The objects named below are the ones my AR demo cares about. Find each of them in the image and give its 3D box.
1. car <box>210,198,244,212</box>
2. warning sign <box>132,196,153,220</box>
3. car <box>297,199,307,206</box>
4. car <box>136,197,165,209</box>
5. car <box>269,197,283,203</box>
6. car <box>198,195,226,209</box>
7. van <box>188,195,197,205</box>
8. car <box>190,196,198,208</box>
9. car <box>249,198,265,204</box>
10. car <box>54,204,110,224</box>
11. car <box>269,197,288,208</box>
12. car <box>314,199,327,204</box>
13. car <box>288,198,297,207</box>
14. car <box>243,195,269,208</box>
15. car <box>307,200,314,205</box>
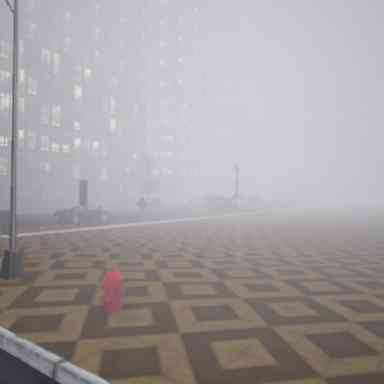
[{"bbox_3d":[4.674,1.840,43.615,1.947,1.339,4.313,1,0,35],"label":"car"},{"bbox_3d":[-4.031,1.269,26.996,1.300,1.860,1.060,3,2,35],"label":"warning sign"},{"bbox_3d":[20.863,1.990,66.721,1.967,1.590,4.097,1,0,35],"label":"car"},{"bbox_3d":[-5.416,1.432,43.809,1.967,1.590,4.097,1,0,35],"label":"car"},{"bbox_3d":[20.474,1.999,80.771,1.947,1.339,4.313,1,0,35],"label":"car"},{"bbox_3d":[3.700,1.440,46.834,2.150,2.045,5.566,2,0,36],"label":"car"},{"bbox_3d":[1.059,1.444,53.050,1.690,1.788,3.998,1,0,35],"label":"van"},{"bbox_3d":[2.179,1.682,50.040,1.812,1.442,4.674,2,0,36],"label":"car"},{"bbox_3d":[14.001,1.905,71.530,1.802,1.307,4.206,1,0,35],"label":"car"},{"bbox_3d":[-8.169,1.603,25.057,2.008,1.369,4.403,1,0,35],"label":"car"},{"bbox_3d":[14.386,2.006,57.478,1.947,1.339,4.313,1,0,35],"label":"car"},{"bbox_3d":[30.574,2.280,80.585,1.947,1.339,4.313,1,0,35],"label":"car"},{"bbox_3d":[17.623,2.077,62.100,1.802,1.307,4.206,1,0,35],"label":"car"},{"bbox_3d":[10.552,1.561,56.662,2.150,2.045,5.566,2,1,35],"label":"car"},{"bbox_3d":[24.098,2.170,71.342,1.947,1.339,4.313,1,0,35],"label":"car"}]
